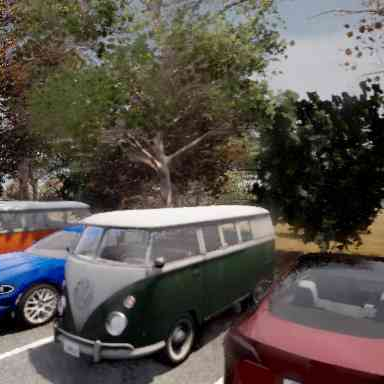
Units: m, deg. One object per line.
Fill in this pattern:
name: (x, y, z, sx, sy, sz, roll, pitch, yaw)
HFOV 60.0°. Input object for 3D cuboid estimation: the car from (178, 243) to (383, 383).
car: (2.174, 1.510, 4.246, 2.163, 1.488, 4.792, 0, 0, 36)

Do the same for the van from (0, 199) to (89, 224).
van: (-4.539, 1.282, 9.142, 1.878, 1.987, 4.442, 0, 0, 36)

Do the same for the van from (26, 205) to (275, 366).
van: (-0.147, 1.261, 5.733, 1.878, 1.987, 4.442, 0, 0, 35)

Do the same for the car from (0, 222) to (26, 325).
car: (-2.348, 1.495, 7.442, 2.097, 1.535, 5.008, 0, 0, 36)
